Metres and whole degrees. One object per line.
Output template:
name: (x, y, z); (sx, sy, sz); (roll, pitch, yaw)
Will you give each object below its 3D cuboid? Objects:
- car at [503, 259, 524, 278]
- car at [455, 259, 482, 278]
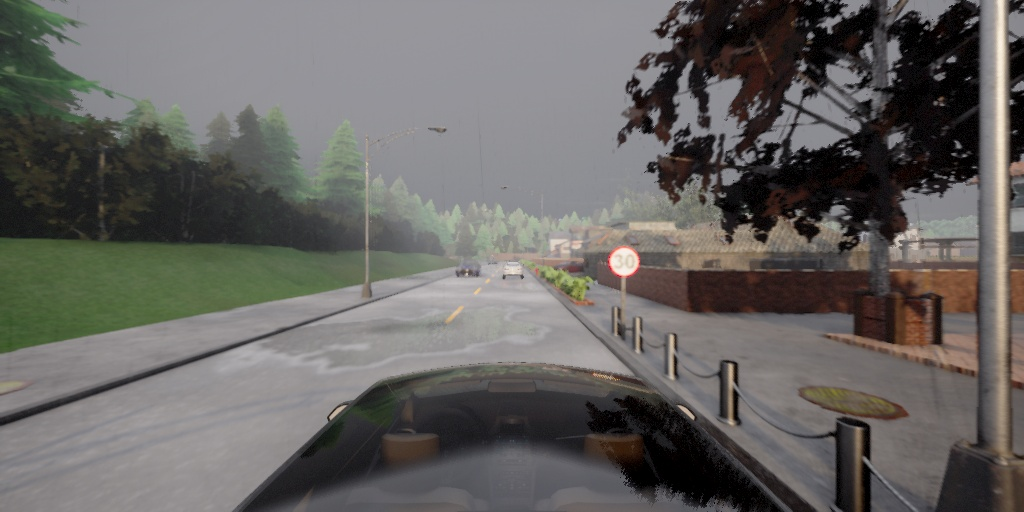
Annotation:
car: (0.100, 1.283, 33.543); (1.812, 1.442, 4.674); (0, 0, 0)
car: (-4.093, 1.108, 34.366); (2.097, 1.767, 4.553); (0, 0, 0)
